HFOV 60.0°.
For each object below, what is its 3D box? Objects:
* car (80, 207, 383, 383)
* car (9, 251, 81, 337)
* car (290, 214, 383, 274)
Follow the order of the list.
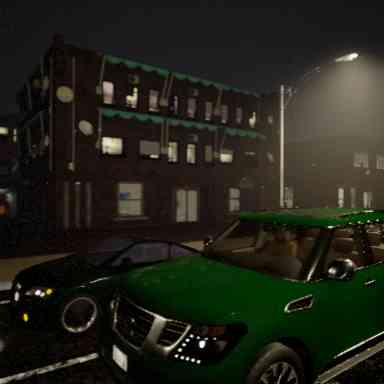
[{"bbox_3d":[1.561,1.274,4.798,5.566,2.045,2.150,1,-1,-35],"label":"car"},{"bbox_3d":[-1.309,1.600,6.741,4.181,1.385,1.994,1,-1,-35],"label":"car"},{"bbox_3d":[5.954,1.645,11.918,4.902,1.511,2.128,1,-1,-35],"label":"car"}]
